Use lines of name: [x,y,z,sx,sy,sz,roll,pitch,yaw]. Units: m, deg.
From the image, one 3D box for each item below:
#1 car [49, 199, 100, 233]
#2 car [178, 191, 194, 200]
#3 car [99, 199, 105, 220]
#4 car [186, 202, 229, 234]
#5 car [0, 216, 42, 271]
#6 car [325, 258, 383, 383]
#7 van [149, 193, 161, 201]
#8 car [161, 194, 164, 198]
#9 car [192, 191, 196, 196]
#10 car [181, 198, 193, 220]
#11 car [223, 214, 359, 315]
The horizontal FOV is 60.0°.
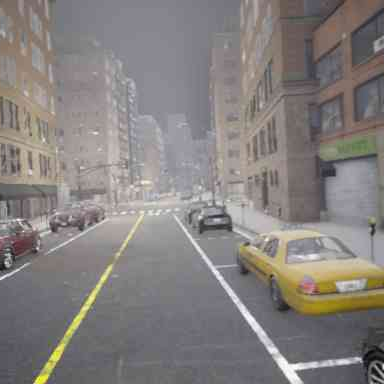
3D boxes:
car: [-8.051,1.604,22.640,2.192,1.841,5.009,-4,0,-6]
car: [-1.328,1.147,67.932,1.947,1.339,4.313,-3,0,3]
car: [-8.627,1.598,28.118,2.192,1.841,5.009,-4,0,-6]
car: [1.006,1.394,18.061,1.947,1.339,4.313,-4,0,-6]
car: [-6.892,1.739,11.685,1.967,1.590,4.097,-4,0,-6]
car: [2.732,1.406,1.633,1.947,1.339,4.313,-4,0,-6]
van: [-9.292,1.242,79.342,1.690,1.788,3.998,-3,0,3]
car: [-9.010,1.279,84.832,1.967,1.590,4.097,-3,0,3]
car: [-0.775,1.020,78.911,1.947,1.339,4.313,-3,0,3]
car: [0.430,1.388,23.538,1.947,1.339,4.313,-4,0,-6]
car: [2.137,1.362,7.278,1.752,1.417,4.829,-4,0,-6]
